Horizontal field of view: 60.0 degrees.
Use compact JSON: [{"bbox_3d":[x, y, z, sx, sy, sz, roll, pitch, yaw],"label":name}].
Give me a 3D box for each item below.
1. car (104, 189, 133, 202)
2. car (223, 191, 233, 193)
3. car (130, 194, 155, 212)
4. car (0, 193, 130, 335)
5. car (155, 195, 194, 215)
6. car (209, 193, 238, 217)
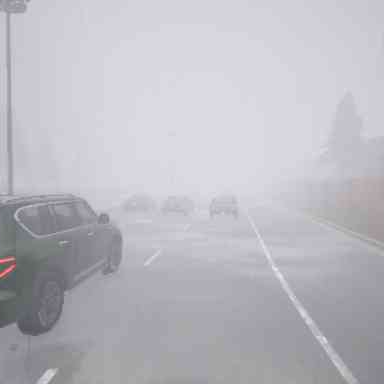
[{"bbox_3d":[-9.485,0.406,43.561,2.128,1.511,4.902,0,1,7],"label":"car"},{"bbox_3d":[4.409,0.555,40.759,1.994,1.385,4.181,0,1,7],"label":"car"},{"bbox_3d":[-4.226,0.876,27.554,1.994,1.385,4.181,0,1,7],"label":"car"},{"bbox_3d":[-3.078,1.052,6.598,2.150,2.045,5.566,0,1,4],"label":"car"},{"bbox_3d":[-0.997,0.920,25.182,2.033,1.411,5.357,0,1,7],"label":"car"},{"bbox_3d":[2.314,1.013,23.692,1.895,1.301,4.718,0,1,7],"label":"car"}]
